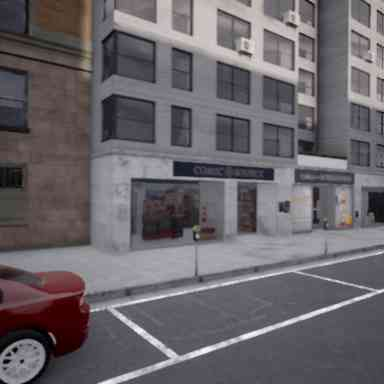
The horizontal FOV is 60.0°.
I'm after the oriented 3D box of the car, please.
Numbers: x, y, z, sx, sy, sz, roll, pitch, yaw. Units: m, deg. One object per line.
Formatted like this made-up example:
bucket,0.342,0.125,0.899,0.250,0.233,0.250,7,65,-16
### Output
car,-3.464,1.538,3.718,4.507,1.381,1.887,1,0,-35
